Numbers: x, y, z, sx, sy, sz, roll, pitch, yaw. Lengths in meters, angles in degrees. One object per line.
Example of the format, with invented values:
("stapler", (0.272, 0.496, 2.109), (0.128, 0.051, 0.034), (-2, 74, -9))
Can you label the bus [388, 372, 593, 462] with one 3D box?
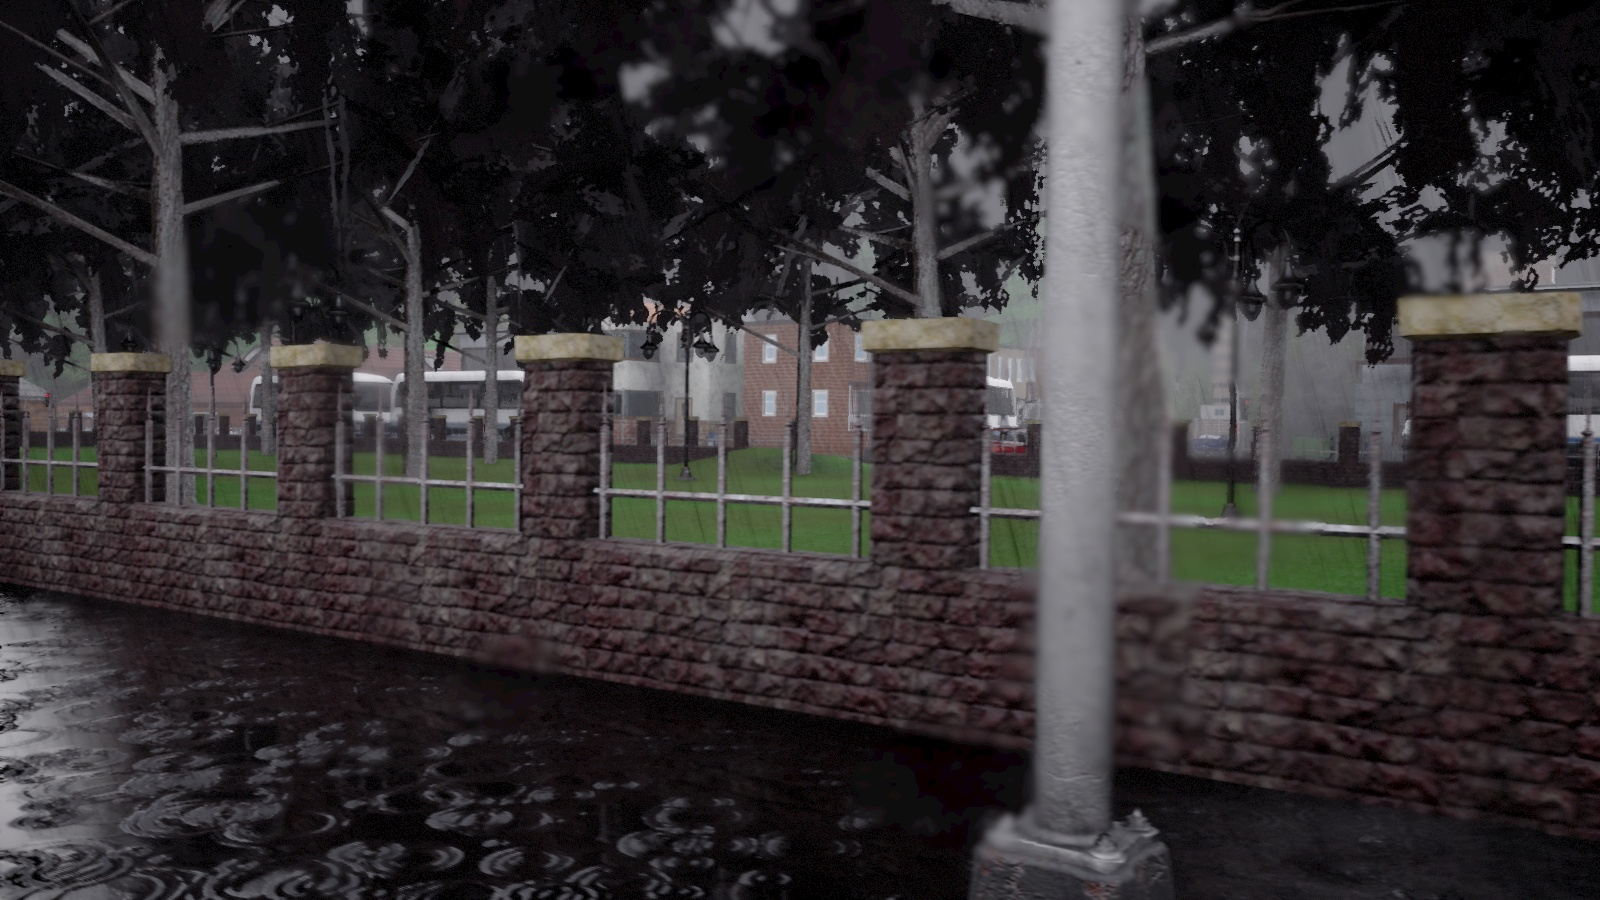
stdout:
("bus", (-15.868, -1.629, 64.082), (10.273, 4.253, 3.944), (0, 1, 30))

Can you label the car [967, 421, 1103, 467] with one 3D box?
("car", (8.932, -0.258, 47.938), (4.611, 1.667, 2.242), (1, 1, 43))

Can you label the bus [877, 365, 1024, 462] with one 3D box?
("bus", (7.522, -1.685, 60.855), (3.944, 4.253, 10.273), (-1, 1, 25))

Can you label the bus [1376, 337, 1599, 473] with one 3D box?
("bus", (25.145, -1.454, 41.835), (10.273, 4.253, 3.944), (0, 1, 35))

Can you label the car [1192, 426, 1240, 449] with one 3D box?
("car", (28.601, -0.850, 86.238), (1.882, 1.535, 5.008), (0, 1, 34))

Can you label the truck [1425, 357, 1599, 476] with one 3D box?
("truck", (23.560, -0.990, 38.085), (7.936, 3.462, 2.891), (0, 1, 34))

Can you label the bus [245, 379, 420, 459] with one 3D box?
("bus", (-26.500, -1.691, 70.893), (10.273, 4.253, 3.944), (0, 1, 34))

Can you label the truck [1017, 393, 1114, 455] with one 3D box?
("truck", (15.809, -1.553, 74.267), (2.891, 3.462, 7.936), (0, 1, 34))
